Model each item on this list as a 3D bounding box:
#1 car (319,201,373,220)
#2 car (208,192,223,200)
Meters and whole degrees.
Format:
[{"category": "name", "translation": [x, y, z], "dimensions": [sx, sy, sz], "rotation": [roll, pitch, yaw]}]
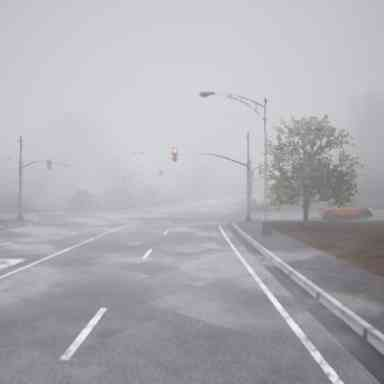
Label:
[{"category": "car", "translation": [14.683, 1.660, 31.808], "dimensions": [4.553, 1.767, 2.097], "rotation": [-1, -1, 3]}, {"category": "car", "translation": [6.189, 1.003, 86.064], "dimensions": [2.150, 2.045, 5.566], "rotation": [0, 3, 28]}]
